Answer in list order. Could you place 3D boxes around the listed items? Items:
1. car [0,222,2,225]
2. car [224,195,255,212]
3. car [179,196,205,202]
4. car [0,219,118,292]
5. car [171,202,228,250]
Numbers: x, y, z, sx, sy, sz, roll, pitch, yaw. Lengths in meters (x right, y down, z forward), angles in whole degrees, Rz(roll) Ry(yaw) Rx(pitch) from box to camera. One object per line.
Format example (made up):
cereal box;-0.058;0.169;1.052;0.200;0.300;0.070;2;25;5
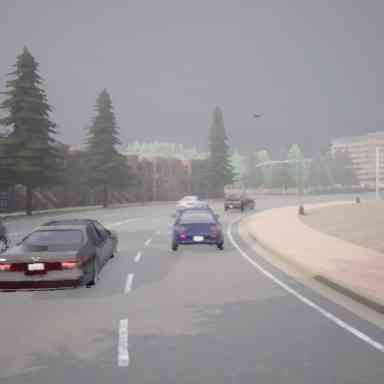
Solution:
car;-6.783;1.418;8.996;1.837;1.490;4.892;-1;1;-4
car;4.514;1.032;31.271;2.128;1.511;4.902;0;1;26
car;0.052;1.112;29.932;1.812;1.442;4.674;0;1;22
car;-3.207;1.441;8.848;2.033;1.411;5.357;0;1;-5
car;0.164;1.339;13.256;1.812;1.442;4.674;-1;1;-1
